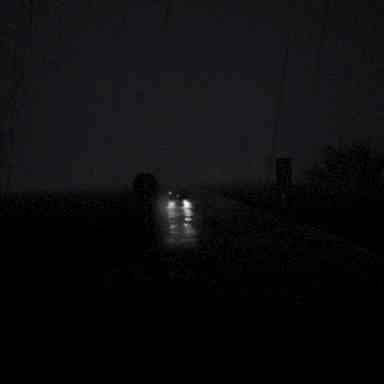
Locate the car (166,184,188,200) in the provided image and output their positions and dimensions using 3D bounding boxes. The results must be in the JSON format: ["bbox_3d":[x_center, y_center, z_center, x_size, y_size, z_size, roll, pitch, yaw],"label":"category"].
[{"bbox_3d":[-1.495,-0.032,32.457,1.812,1.442,4.674,-2,3,-5],"label":"car"}]
